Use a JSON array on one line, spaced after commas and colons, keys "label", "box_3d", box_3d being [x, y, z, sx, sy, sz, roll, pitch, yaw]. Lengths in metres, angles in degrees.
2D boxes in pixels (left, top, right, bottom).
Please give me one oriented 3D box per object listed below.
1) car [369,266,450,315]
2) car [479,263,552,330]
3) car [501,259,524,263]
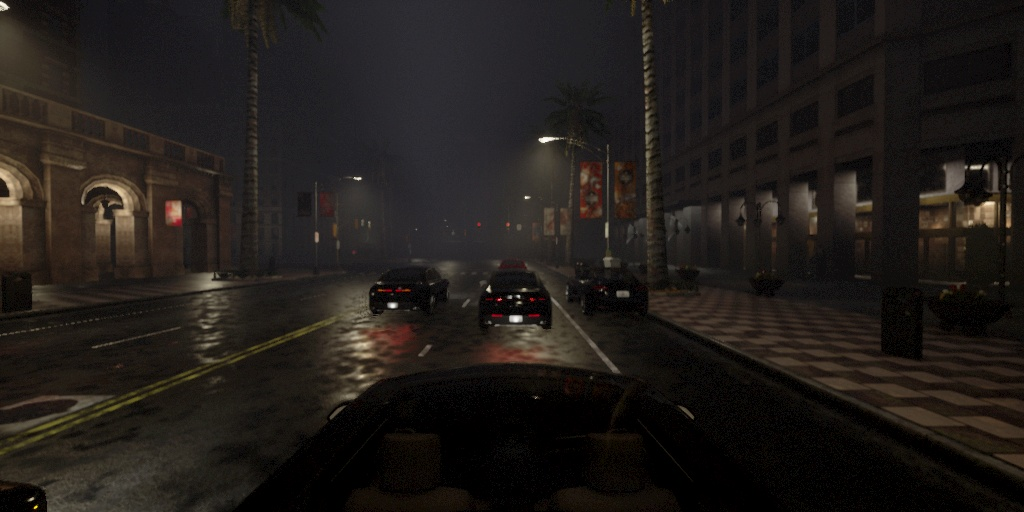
[{"label": "car", "box_3d": [-3.427, 1.106, 12.686, 1.837, 1.490, 4.892, 0, 1, 0]}, {"label": "car", "box_3d": [0.079, 1.134, 10.566, 1.837, 1.490, 4.892, 0, 1, 0]}, {"label": "car", "box_3d": [0.032, 0.925, 23.656, 1.882, 1.535, 5.008, 0, 1, 0]}]
